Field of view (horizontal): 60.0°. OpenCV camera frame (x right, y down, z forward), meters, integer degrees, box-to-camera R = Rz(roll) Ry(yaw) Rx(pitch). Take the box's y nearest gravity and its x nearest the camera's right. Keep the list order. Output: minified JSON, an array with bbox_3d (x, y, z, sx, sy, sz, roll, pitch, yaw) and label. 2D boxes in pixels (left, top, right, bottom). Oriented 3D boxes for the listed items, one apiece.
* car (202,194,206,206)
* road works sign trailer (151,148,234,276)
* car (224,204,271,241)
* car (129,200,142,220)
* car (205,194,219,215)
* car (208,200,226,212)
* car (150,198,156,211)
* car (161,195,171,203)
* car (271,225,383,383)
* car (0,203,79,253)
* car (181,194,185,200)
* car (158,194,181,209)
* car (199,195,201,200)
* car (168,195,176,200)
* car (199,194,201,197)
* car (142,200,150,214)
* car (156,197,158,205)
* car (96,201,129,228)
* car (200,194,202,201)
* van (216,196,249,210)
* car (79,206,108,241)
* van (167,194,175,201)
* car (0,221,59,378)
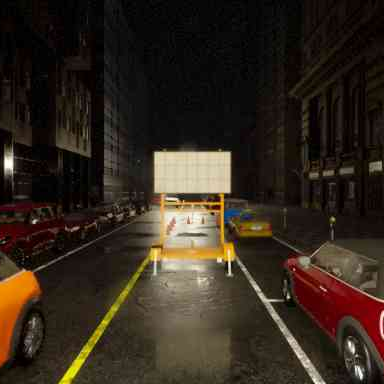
[{"bbox_3d":[2.833,1.324,44.469,2.192,1.841,5.009,0,0,0],"label":"car"},{"bbox_3d":[0.015,0.464,10.305,2.380,3.560,2.880,0,0,0],"label":"road works sign trailer"},{"bbox_3d":[2.786,1.525,16.631,1.752,1.417,4.829,0,0,0],"label":"car"},{"bbox_3d":[-5.720,1.552,27.665,2.008,1.369,4.403,0,0,0],"label":"car"},{"bbox_3d":[2.814,1.318,33.265,2.192,1.841,5.009,0,0,0],"label":"car"},{"bbox_3d":[2.825,1.588,38.867,1.802,1.307,4.206,0,0,0],"label":"car"},{"bbox_3d":[-5.700,1.571,38.869,1.947,1.339,4.313,0,0,0],"label":"car"},{"bbox_3d":[-5.643,1.467,72.482,1.967,1.590,4.097,0,0,0],"label":"car"},{"bbox_3d":[2.766,1.440,5.256,1.967,1.590,4.097,0,0,0],"label":"car"},{"bbox_3d":[-5.749,1.314,10.859,2.192,1.841,5.009,0,0,0],"label":"car"},{"bbox_3d":[-2.847,1.606,90.229,1.994,1.385,4.181,0,0,0],"label":"car"},{"bbox_3d":[-3.021,1.231,46.600,2.150,2.045,5.566,0,0,0],"label":"car"},{"bbox_3d":[2.863,1.586,61.274,1.947,1.339,4.313,0,0,0],"label":"car"},{"bbox_3d":[-5.604,1.588,94.891,1.887,1.381,4.507,0,0,0],"label":"car"},{"bbox_3d":[2.873,1.464,66.875,1.967,1.590,4.097,0,0,0],"label":"car"},{"bbox_3d":[-5.710,1.569,33.267,1.947,1.339,4.313,0,0,0],"label":"car"},{"bbox_3d":[-5.672,1.560,55.676,1.887,1.381,4.507,0,0,0],"label":"car"},{"bbox_3d":[-5.730,1.440,22.063,1.967,1.590,4.097,0,0,0],"label":"car"},{"bbox_3d":[2.853,1.456,55.672,1.967,1.590,4.097,0,0,0],"label":"car"},{"bbox_3d":[2.795,1.341,22.062,1.690,1.788,3.998,0,0,0],"label":"van"},{"bbox_3d":[-5.739,1.581,16.461,1.802,1.307,4.206,0,0,0],"label":"car"},{"bbox_3d":[-5.614,1.380,89.289,1.690,1.788,3.998,0,0,0],"label":"van"},{"bbox_3d":[-3.098,1.352,2.732,2.097,1.767,4.553,0,0,0],"label":"car"}]
